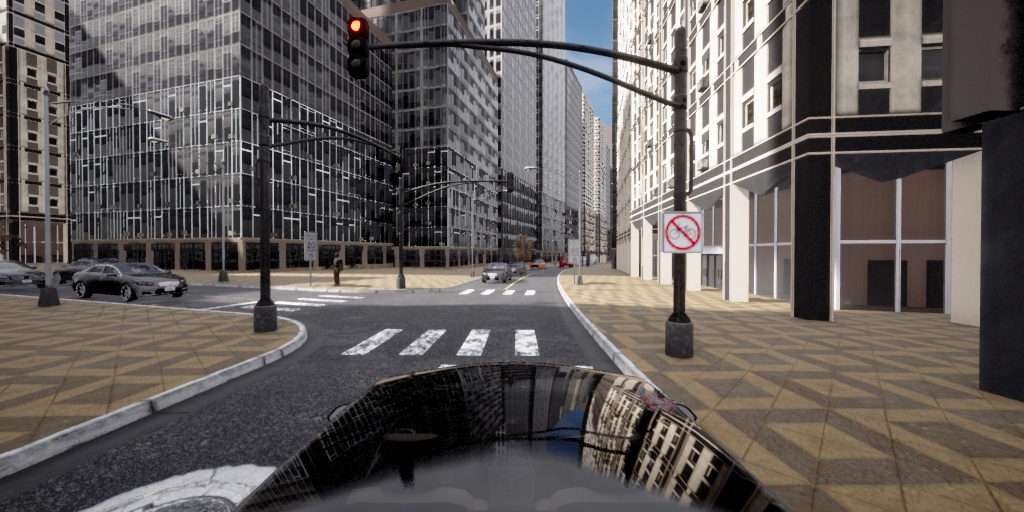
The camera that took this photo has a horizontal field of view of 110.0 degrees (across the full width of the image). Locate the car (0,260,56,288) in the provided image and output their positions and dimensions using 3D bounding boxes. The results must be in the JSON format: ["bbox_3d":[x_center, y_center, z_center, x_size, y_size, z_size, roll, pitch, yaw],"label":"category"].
[{"bbox_3d":[-25.926,0.941,18.180,4.674,1.442,1.812,1,1,17],"label":"car"}]

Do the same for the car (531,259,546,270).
[{"bbox_3d":[3.988,1.267,56.252,2.097,1.767,4.553,0,0,14],"label":"car"}]

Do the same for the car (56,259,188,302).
[{"bbox_3d":[-16.366,1.043,15.381,4.902,1.511,2.128,1,1,16],"label":"car"}]

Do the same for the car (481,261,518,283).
[{"bbox_3d":[-1.110,1.276,28.208,2.128,1.511,4.902,0,0,7],"label":"car"}]

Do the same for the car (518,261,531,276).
[{"bbox_3d":[0.422,1.316,38.881,2.128,1.511,4.902,0,0,10],"label":"car"}]

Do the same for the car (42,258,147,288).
[{"bbox_3d":[-24.045,0.896,20.693,4.902,1.511,2.128,1,1,16],"label":"car"}]

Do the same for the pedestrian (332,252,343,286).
[{"bbox_3d":[-9.518,0.716,19.477,0.375,1.860,0.375,0,0,16],"label":"pedestrian"}]
